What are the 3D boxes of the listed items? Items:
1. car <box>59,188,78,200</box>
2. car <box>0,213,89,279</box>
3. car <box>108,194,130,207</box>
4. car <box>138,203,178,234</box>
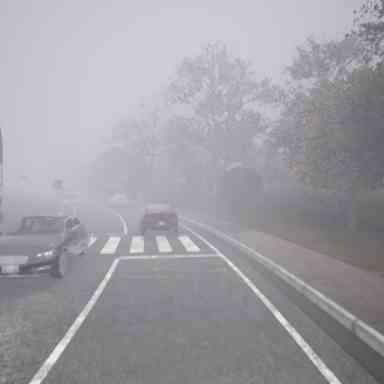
[{"bbox_3d":[-18.328,0.268,49.226,1.837,1.490,4.892,2,2,-33],"label":"car"},{"bbox_3d":[-4.330,1.426,9.840,2.128,1.511,4.902,0,1,-7],"label":"car"},{"bbox_3d":[-8.431,0.937,38.599,1.812,1.442,4.674,1,1,-24],"label":"car"},{"bbox_3d":[-1.951,1.339,18.493,1.882,1.535,5.008,0,1,-11],"label":"car"}]
